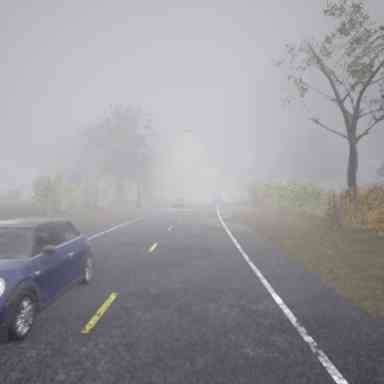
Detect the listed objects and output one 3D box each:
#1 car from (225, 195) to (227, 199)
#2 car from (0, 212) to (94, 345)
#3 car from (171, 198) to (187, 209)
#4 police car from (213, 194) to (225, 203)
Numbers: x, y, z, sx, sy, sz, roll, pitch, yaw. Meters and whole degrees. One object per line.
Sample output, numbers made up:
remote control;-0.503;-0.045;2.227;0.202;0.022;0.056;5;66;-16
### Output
car;7.269;1.497;86.843;2.150;2.045;5.566;0;0;8
car;-3.529;1.354;6.428;2.097;1.767;4.553;0;0;1
car;-1.739;1.586;46.766;1.837;1.490;4.892;0;0;5
police car;5.956;1.644;77.053;1.930;1.638;5.238;0;0;7
